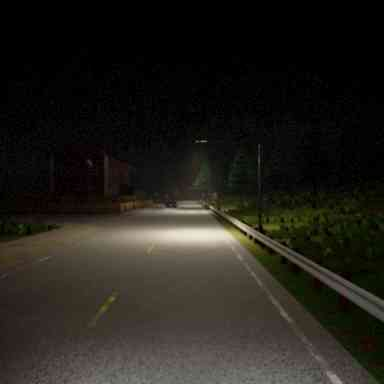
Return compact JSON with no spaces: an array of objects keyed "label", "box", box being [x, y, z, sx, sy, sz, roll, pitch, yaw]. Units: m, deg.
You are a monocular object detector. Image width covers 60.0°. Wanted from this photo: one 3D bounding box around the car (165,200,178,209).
[{"label":"car","box":[-3.575,2.125,58.153,2.128,1.511,4.902,0,-1,0]}]
